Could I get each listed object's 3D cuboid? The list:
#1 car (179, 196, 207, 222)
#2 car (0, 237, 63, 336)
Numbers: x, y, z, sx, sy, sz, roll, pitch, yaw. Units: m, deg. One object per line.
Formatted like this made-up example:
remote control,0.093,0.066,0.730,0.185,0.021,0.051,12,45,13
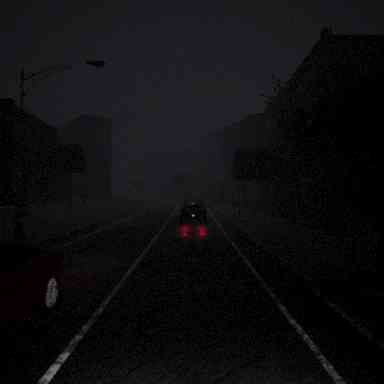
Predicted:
car,0.092,1.356,25.033,2.128,1.511,4.902,0,1,0
car,-3.601,1.477,4.875,1.882,1.535,5.008,0,0,0
